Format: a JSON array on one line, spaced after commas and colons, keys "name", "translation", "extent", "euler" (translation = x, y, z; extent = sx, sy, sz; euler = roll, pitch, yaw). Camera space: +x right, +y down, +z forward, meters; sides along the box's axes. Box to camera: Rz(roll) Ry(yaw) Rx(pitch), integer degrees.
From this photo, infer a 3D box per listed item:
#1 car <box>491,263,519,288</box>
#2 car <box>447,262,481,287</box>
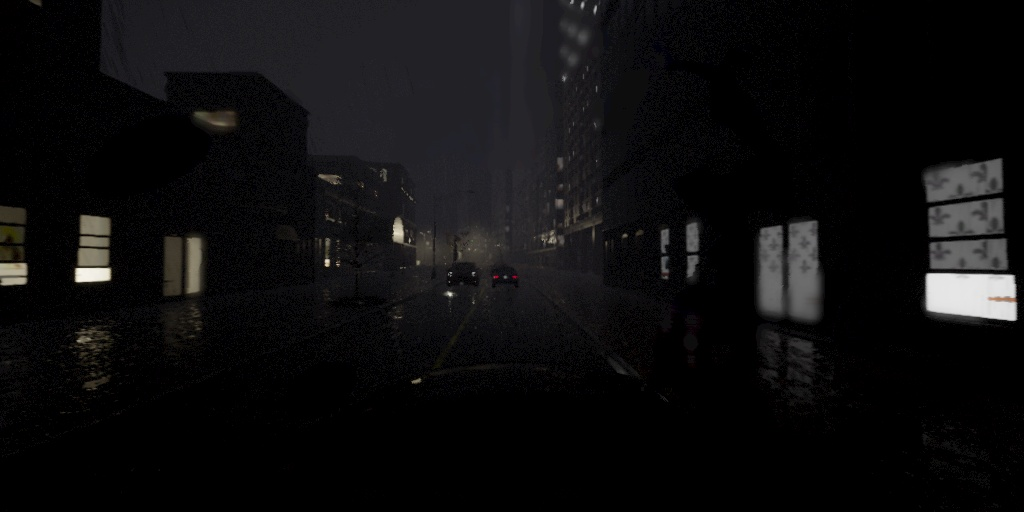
[{"name": "car", "translation": [-0.499, 1.404, 25.256], "extent": [2.033, 1.411, 5.357], "euler": [0, 0, -2]}, {"name": "car", "translation": [-3.335, 1.209, 25.441], "extent": [2.097, 1.767, 4.553], "euler": [0, 0, -2]}]
